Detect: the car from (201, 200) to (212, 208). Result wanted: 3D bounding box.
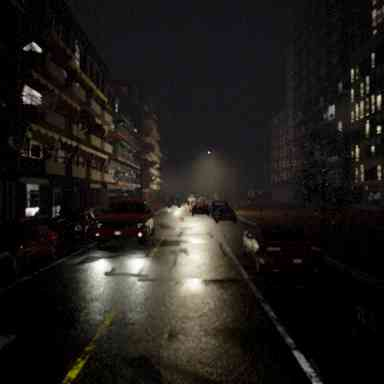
[{"bbox_3d":[2.677,2.188,60.445,1.802,1.307,4.206,0,-1,0],"label":"car"}]

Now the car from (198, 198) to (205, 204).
[{"bbox_3d":[2.672,2.414,93.604,1.967,1.590,4.097,0,-1,0],"label":"car"}]

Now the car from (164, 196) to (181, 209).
[{"bbox_3d":[-3.062,1.793,57.803,2.150,2.045,5.566,0,-1,1],"label":"car"}]

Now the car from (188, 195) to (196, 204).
[{"bbox_3d":[-0.011,1.920,85.311,2.150,2.045,5.566,0,-1,0],"label":"car"}]

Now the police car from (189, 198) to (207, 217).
[{"bbox_3d":[0.896,1.774,35.922,1.930,1.638,5.238,0,-1,0],"label":"police car"}]

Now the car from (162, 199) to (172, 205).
[{"bbox_3d":[-5.705,2.336,77.023,2.008,1.369,4.403,0,-1,0],"label":"car"}]

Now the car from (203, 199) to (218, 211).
[{"bbox_3d":[2.678,1.929,49.393,1.967,1.590,4.097,0,-1,0],"label":"car"}]

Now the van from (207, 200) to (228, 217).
[{"bbox_3d":[2.680,1.659,32.815,1.690,1.788,3.998,0,-1,0],"label":"van"}]

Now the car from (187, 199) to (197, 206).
[{"bbox_3d":[-0.008,2.218,70.202,1.895,1.301,4.718,0,-1,0],"label":"car"}]

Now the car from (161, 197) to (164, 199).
[{"bbox_3d":[-5.704,2.129,60.275,1.752,1.417,4.829,0,-1,0],"label":"car"}]

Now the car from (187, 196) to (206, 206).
[{"bbox_3d":[0.755,1.803,45.825,2.097,1.767,4.553,0,-1,3],"label":"car"}]

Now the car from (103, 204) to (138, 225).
[{"bbox_3d":[-5.698,1.786,27.116,1.752,1.417,4.829,0,-1,0],"label":"car"}]

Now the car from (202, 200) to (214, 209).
[{"bbox_3d":[2.677,2.075,55.089,1.752,1.417,4.829,0,-1,0],"label":"car"}]

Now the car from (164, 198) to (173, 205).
[{"bbox_3d":[-5.707,2.287,82.550,1.967,1.590,4.097,0,-1,0],"label":"car"}]

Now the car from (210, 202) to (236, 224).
[{"bbox_3d":[2.682,1.790,27.457,1.752,1.417,4.829,0,-1,0],"label":"car"}]

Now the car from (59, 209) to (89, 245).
[{"bbox_3d":[-5.698,1.595,16.234,1.967,1.590,4.097,0,-1,0],"label":"car"}]

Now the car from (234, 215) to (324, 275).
[{"bbox_3d":[2.684,1.647,10.708,1.887,1.381,4.507,0,-1,0],"label":"car"}]

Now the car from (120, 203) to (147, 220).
[{"bbox_3d":[-5.699,1.862,32.812,1.887,1.381,4.507,0,-1,0],"label":"car"}]

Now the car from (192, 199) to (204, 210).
[{"bbox_3d":[0.880,1.973,52.003,1.801,1.575,5.366,0,-1,0],"label":"car"}]

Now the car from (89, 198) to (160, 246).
[{"bbox_3d":[-3.103,1.379,16.634,2.150,2.045,5.566,0,0,0],"label":"car"}]

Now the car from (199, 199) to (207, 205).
[{"bbox_3d":[2.674,2.375,82.719,1.752,1.417,4.829,0,-1,0],"label":"car"}]

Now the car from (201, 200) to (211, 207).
[{"bbox_3d":[2.676,2.248,65.971,1.802,1.307,4.206,0,-1,0],"label":"car"}]

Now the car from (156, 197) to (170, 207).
[{"bbox_3d":[-5.706,1.980,65.973,2.192,1.841,5.009,0,-1,0],"label":"car"}]

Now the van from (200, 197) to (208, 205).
[{"bbox_3d":[2.674,2.127,77.026,1.690,1.788,3.998,0,-1,0],"label":"van"}]

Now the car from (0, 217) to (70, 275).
[{"bbox_3d":[-5.696,1.684,10.707,1.802,1.307,4.206,0,-1,0],"label":"car"}]

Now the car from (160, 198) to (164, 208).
[{"bbox_3d":[-5.702,2.033,49.392,1.887,1.381,4.507,0,-1,0],"label":"car"}]
